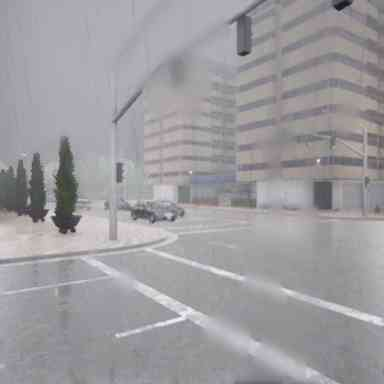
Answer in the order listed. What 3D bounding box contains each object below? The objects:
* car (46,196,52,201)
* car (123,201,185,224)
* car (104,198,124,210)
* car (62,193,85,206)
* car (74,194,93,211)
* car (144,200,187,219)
[{"bbox_3d":[-23.297,1.236,54.179,1.812,1.442,4.674,0,0,-35],"label":"car"},{"bbox_3d":[-2.974,1.483,24.890,2.128,1.511,4.902,0,0,-35],"label":"car"},{"bbox_3d":[-8.940,1.495,39.560,1.837,1.490,4.892,0,1,-35],"label":"car"},{"bbox_3d":[-19.754,1.218,55.202,2.150,2.045,5.566,0,0,-35],"label":"car"},{"bbox_3d":[-13.983,1.215,40.669,2.150,2.045,5.566,0,0,-35],"label":"car"},{"bbox_3d":[-2.488,1.518,30.310,1.812,1.442,4.674,0,0,-35],"label":"car"}]
